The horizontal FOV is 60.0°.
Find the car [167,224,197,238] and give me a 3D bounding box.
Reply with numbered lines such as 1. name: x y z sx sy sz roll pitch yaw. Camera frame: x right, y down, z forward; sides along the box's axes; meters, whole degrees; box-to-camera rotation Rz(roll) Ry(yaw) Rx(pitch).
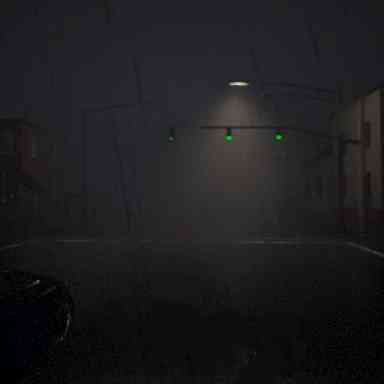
1. car: -0.957 3.500 29.211 1.994 1.385 4.181 -1 -9 4

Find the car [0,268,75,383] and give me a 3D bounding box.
1. car: -2.996 1.620 3.720 1.994 1.385 4.181 0 -1 5
